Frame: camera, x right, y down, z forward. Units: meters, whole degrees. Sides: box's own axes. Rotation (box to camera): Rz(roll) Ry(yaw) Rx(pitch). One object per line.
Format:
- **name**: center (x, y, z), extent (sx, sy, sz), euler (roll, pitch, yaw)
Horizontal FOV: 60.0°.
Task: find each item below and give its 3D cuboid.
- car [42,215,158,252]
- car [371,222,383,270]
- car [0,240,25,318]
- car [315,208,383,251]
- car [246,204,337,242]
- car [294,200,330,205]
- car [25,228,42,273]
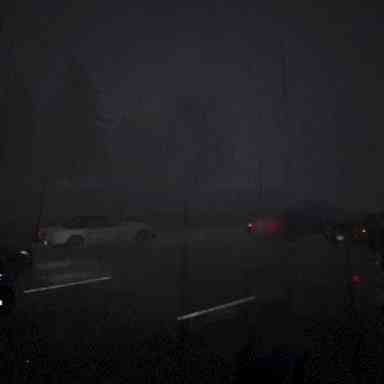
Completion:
- **car**: center (-3.819, 1.645, 14.087), extent (4.718, 1.301, 1.895), euler (0, 0, -37)
- **car**: center (6.958, 1.546, 9.054), extent (4.181, 1.385, 1.994), euler (0, 0, -37)
- **car**: center (-5.491, 1.261, 4.402), extent (5.566, 2.045, 2.150), euler (-1, 0, -33)
- **car**: center (7.349, 1.513, 13.750), extent (4.674, 1.442, 1.812), euler (0, 0, -37)
- **car**: center (5.061, 1.550, 16.393), extent (5.357, 1.411, 2.033), euler (0, 0, -37)
- **car**: center (8.887, 1.348, 23.674), extent (4.553, 1.767, 2.097), euler (0, 0, -37)
- **car**: center (-6.380, 1.574, 8.001), extent (4.674, 1.442, 1.812), euler (0, 0, -34)
